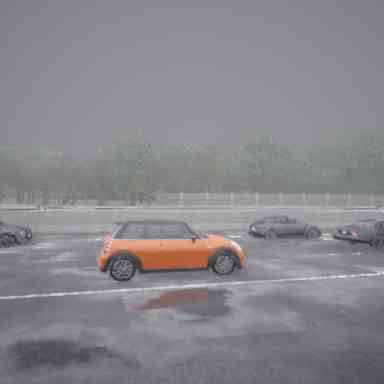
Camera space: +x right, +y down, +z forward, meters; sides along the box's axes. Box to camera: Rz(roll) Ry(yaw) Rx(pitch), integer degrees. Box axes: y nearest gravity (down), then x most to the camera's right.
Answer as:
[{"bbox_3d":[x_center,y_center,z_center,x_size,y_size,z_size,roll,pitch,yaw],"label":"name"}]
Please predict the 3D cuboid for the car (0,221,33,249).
[{"bbox_3d":[-9.704,1.865,15.418,4.181,1.385,1.994,1,-1,-16],"label":"car"}]

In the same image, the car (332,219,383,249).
[{"bbox_3d":[10.005,2.099,17.290,5.357,1.411,2.033,1,-1,-16],"label":"car"}]

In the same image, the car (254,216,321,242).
[{"bbox_3d":[5.453,2.103,19.652,4.181,1.385,1.994,1,-1,-16],"label":"car"}]

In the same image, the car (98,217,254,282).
[{"bbox_3d":[-0.638,1.674,10.685,4.553,1.767,2.097,1,-1,-16],"label":"car"}]
